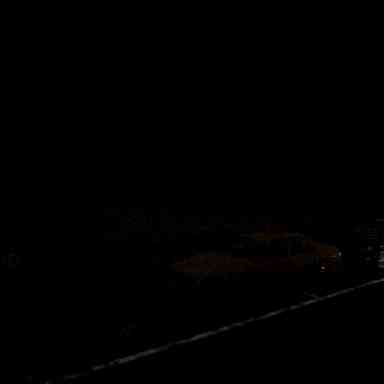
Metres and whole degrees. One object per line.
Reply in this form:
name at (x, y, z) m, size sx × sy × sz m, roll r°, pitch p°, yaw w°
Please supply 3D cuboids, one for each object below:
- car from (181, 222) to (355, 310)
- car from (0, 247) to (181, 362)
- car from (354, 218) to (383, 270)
car at (1.626, 1.539, 7.809) m, size 4.829 × 1.417 × 1.752 m, roll 0°, pitch 0°, yaw -36°
car at (-2.542, 1.567, 4.835) m, size 4.313 × 1.339 × 1.947 m, roll 0°, pitch 0°, yaw -36°
car at (6.069, 1.577, 10.980) m, size 4.403 × 1.369 × 2.008 m, roll 0°, pitch 0°, yaw -36°
